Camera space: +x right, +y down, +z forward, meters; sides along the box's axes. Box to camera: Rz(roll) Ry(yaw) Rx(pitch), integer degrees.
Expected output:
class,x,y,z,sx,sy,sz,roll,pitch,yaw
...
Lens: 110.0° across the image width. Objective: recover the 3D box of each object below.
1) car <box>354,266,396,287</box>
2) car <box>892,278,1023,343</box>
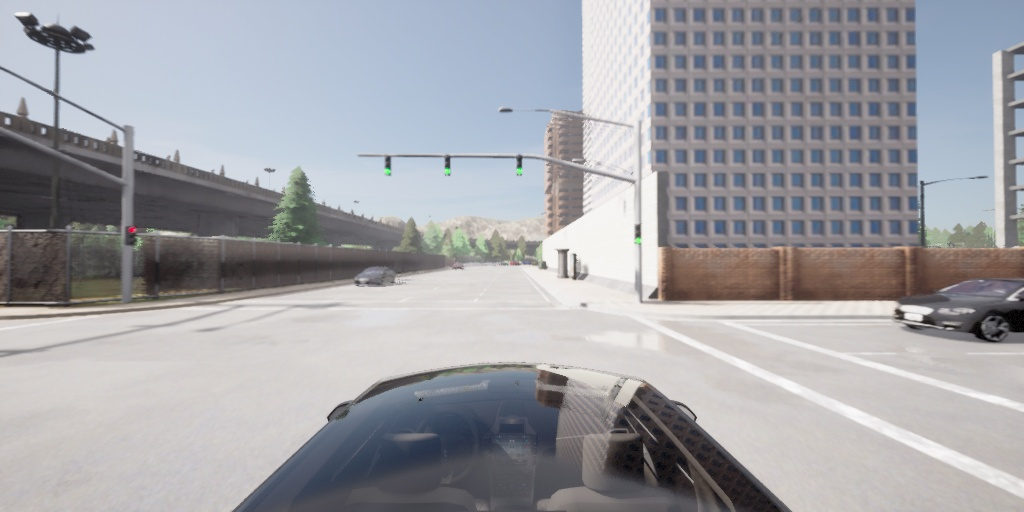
class,x,y,z,sx,sy,sz,roll,pitch,yaw
car,-10.516,1.581,27.819,2.128,1.511,4.902,0,0,0
car,13.086,1.347,9.516,4.902,1.511,2.128,0,-1,0
